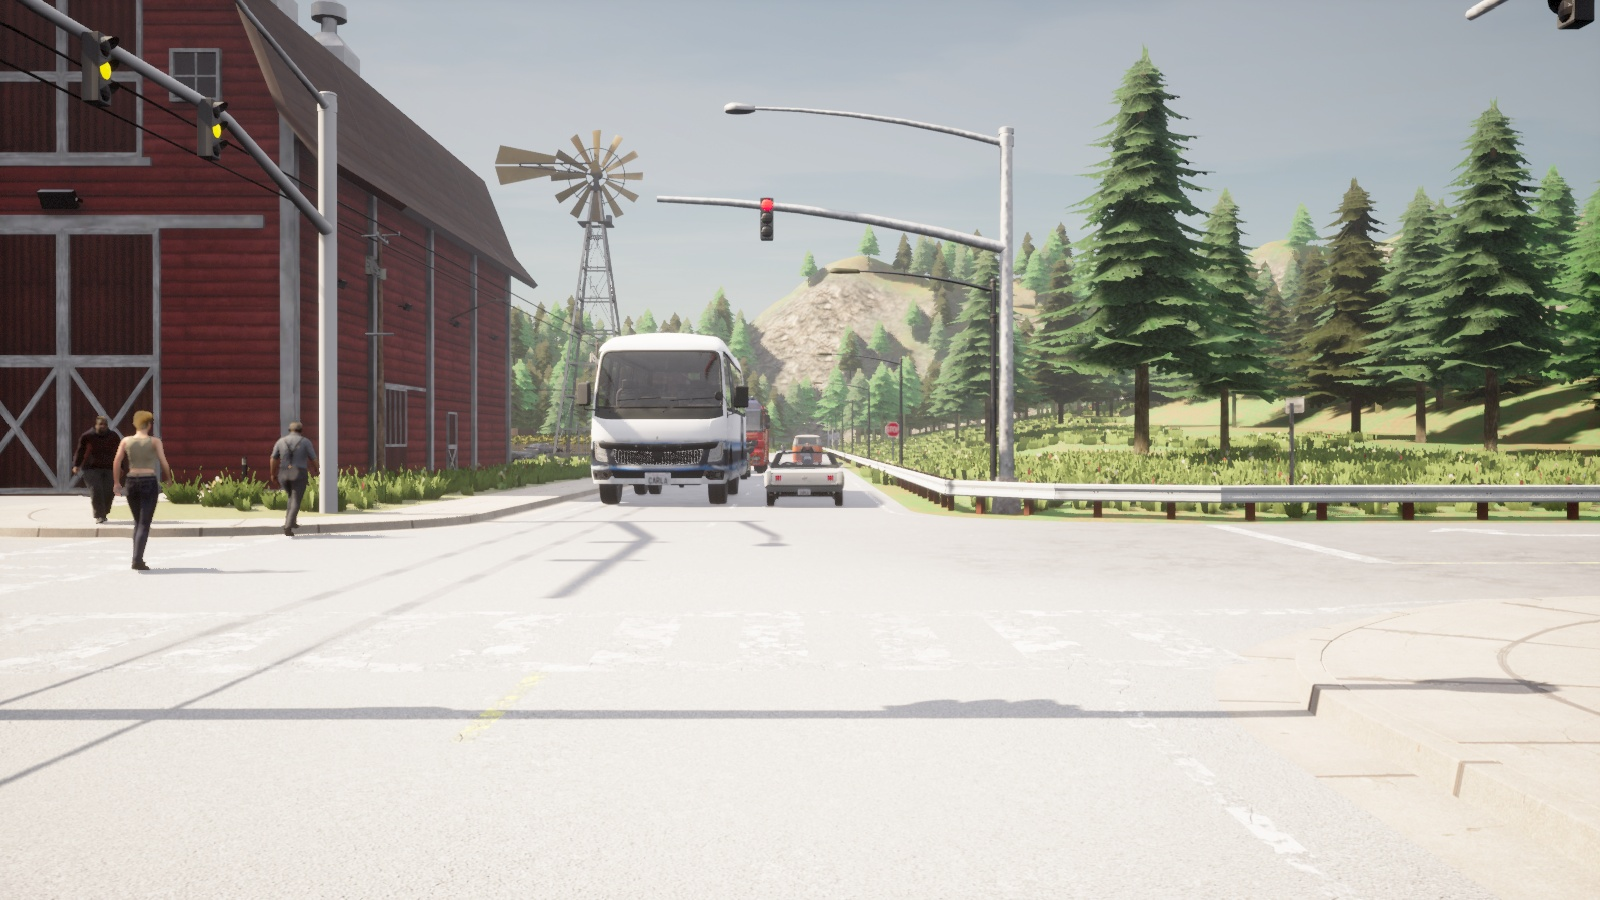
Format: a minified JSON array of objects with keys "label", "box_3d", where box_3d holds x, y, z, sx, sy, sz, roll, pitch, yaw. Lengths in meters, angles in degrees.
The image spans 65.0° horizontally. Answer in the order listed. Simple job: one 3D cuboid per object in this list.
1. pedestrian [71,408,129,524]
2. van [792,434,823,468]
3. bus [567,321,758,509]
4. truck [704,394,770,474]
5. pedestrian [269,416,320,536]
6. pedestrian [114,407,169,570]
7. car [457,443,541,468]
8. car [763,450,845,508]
[{"label":"pedestrian","box_3d":[-11.404,0.252,20.459,0.634,1.844,0.899,0,0,-43]},{"label":"van","box_3d":[0.453,0.070,76.163,1.775,1.987,4.442,0,0,0]},{"label":"bus","box_3d":[-3.290,-0.823,33.683,3.944,4.253,10.273,0,0,0]},{"label":"truck","box_3d":[-3.115,-0.782,64.074,2.891,3.827,8.468,0,0,0]},{"label":"pedestrian","box_3d":[-7.911,0.396,19.672,0.540,1.848,0.694,0,0,-2]},{"label":"pedestrian","box_3d":[-7.565,0.434,14.433,0.345,1.836,0.594,0,0,-4]},{"label":"car","box_3d":[-18.210,0.328,76.066,4.674,1.442,1.812,0,0,-1]},{"label":"car","box_3d":[0.134,0.670,31.434,1.895,1.301,4.718,0,0,1]}]
